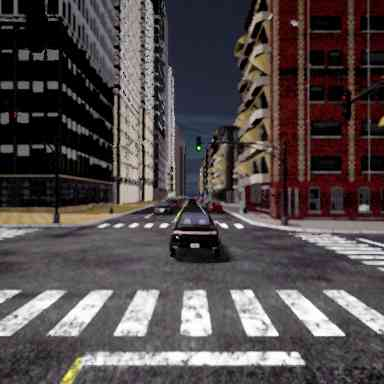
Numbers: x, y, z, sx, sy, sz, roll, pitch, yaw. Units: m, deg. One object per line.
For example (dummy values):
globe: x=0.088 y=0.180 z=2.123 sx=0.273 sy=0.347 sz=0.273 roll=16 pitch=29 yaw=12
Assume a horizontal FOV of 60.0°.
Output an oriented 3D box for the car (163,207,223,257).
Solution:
car: x=0.113 y=1.605 z=13.560 sx=2.128 sy=1.511 sz=4.902 roll=1 pitch=0 yaw=0

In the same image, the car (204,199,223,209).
car: x=2.753 y=1.838 z=39.205 sx=1.802 sy=1.307 sz=4.206 roll=0 pitch=0 yaw=0

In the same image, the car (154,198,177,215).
car: x=-3.084 y=1.730 z=36.594 sx=2.128 sy=1.511 sz=4.902 roll=0 pitch=0 yaw=0

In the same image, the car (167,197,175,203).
car: x=-5.663 y=2.172 z=91.664 sx=1.887 sy=1.381 sz=4.507 roll=0 pitch=0 yaw=0

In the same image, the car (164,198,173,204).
car: x=-5.666 y=2.095 z=80.366 sx=2.008 sy=1.369 sz=4.403 roll=0 pitch=0 yaw=0

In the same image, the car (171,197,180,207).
car: x=-3.044 y=1.883 z=54.042 sx=1.812 sy=1.442 sz=4.674 roll=0 pitch=-1 yaw=0

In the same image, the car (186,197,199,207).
car: x=0.018 y=1.914 z=61.389 sx=1.837 sy=1.490 sz=4.892 roll=0 pitch=0 yaw=0

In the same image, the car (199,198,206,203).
car: x=2.716 y=2.167 z=86.013 sx=1.802 sy=1.307 sz=4.206 roll=0 pitch=0 yaw=0

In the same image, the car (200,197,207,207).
car: x=2.706 y=1.895 z=52.122 sx=2.008 sy=1.369 sz=4.403 roll=0 pitch=0 yaw=0

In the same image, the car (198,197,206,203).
car: x=2.717 y=2.067 z=91.662 sx=1.967 sy=1.590 sz=4.097 roll=0 pitch=0 yaw=0

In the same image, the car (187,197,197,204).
car: x=0.022 y=1.840 z=71.808 sx=2.128 sy=1.511 sz=4.902 roll=0 pitch=0 yaw=0
